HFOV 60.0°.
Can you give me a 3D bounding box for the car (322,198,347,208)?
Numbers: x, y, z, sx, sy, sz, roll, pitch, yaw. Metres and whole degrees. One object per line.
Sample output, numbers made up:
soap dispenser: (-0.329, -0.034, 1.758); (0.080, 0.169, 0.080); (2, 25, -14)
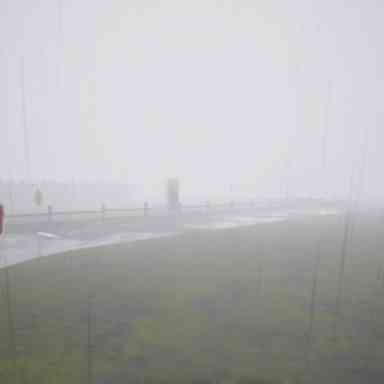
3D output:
car: (20.072, 1.521, 46.827); (1.895, 1.301, 4.718); (1, 1, 44)
